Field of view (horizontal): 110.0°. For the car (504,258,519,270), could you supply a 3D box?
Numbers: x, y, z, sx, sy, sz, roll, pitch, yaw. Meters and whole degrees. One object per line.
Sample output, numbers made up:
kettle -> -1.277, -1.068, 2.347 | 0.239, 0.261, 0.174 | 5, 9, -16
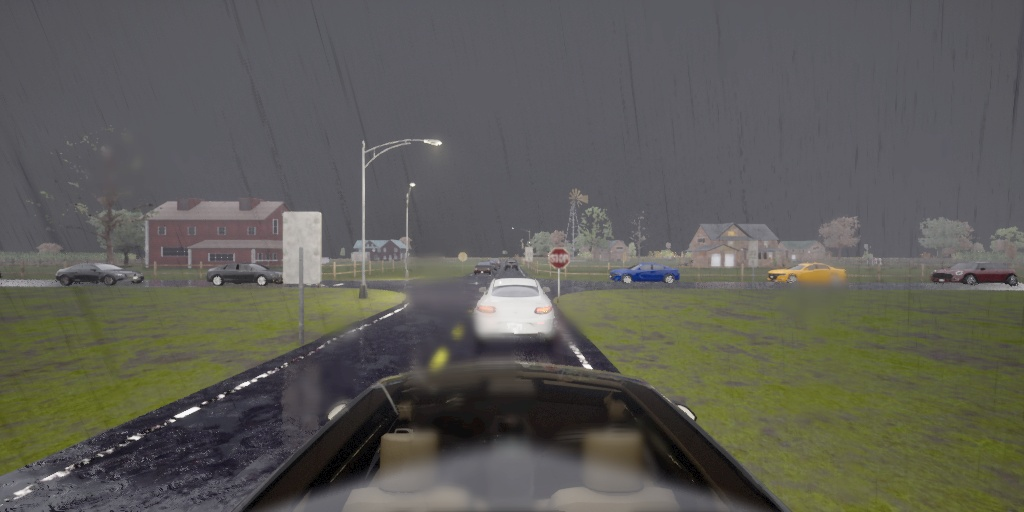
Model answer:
car -> -0.089, 1.238, 52.636 | 1.837, 1.490, 4.892 | 0, 0, 0

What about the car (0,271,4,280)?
car -> -37.521, 1.246, 24.038 | 4.718, 1.301, 1.895 | 0, 0, 0

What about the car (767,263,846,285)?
car -> 21.889, 1.301, 26.746 | 5.008, 1.535, 1.882 | 0, 0, 0

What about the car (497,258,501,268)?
car -> -3.013, 1.283, 50.047 | 2.033, 1.411, 5.357 | 0, 0, 0

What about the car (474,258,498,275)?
car -> -3.015, 1.288, 39.635 | 2.033, 1.411, 5.357 | 0, 0, 1

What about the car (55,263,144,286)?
car -> -27.534, 1.196, 23.992 | 4.674, 1.442, 1.812 | 0, 0, 0

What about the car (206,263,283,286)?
car -> -17.548, 1.203, 23.950 | 4.892, 1.490, 1.837 | 0, 0, 0

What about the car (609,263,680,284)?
car -> 9.790, 1.256, 26.611 | 5.008, 1.535, 1.882 | 0, 0, -3

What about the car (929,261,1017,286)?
car -> 34.196, 1.228, 26.687 | 4.553, 1.767, 2.097 | 0, 0, 0

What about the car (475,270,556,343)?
car -> 0.073, 1.275, 9.582 | 1.812, 1.442, 4.674 | 0, 0, 0
